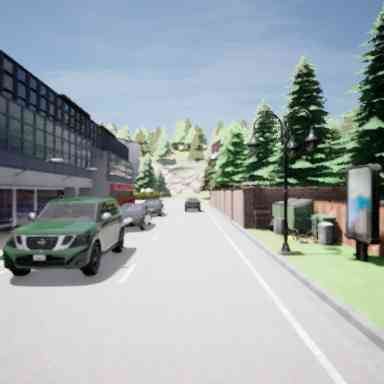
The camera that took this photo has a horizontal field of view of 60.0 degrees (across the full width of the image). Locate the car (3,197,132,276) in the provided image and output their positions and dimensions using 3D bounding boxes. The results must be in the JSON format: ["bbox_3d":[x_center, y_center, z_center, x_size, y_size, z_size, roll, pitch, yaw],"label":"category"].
[{"bbox_3d":[-3.607,1.194,10.622,2.150,2.045,5.566,0,0,0],"label":"car"}]

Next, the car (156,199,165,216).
[{"bbox_3d":[-3.599,1.412,30.941,2.128,1.511,4.902,0,0,0],"label":"car"}]

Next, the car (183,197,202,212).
[{"bbox_3d":[0.080,1.411,37.501,1.837,1.490,4.892,0,0,0],"label":"car"}]

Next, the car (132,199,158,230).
[{"bbox_3d":[-3.610,1.438,20.673,2.128,1.511,4.902,0,0,0],"label":"car"}]

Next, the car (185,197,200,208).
[{"bbox_3d":[0.066,1.426,48.315,2.033,1.411,5.357,0,0,0],"label":"car"}]
